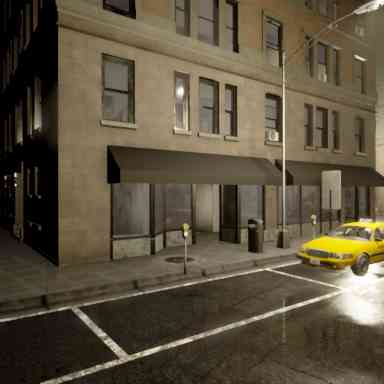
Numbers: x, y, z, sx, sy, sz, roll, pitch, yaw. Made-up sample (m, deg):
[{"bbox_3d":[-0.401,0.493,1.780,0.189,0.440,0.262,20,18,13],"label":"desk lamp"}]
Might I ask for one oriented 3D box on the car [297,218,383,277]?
[{"bbox_3d":[5.234,1.526,10.255,4.829,1.417,1.752,0,0,-35],"label":"car"}]
